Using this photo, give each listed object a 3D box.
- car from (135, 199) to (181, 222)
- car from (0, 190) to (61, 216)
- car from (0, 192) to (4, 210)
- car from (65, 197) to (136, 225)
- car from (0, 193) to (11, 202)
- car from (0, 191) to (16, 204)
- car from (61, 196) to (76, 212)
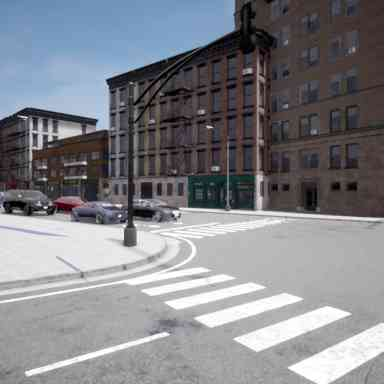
[{"bbox_3d":[-2.948,1.238,23.445,4.902,1.511,2.128,1,0,38],"label":"car"},{"bbox_3d":[-13.540,0.839,27.610,5.566,2.045,2.150,1,0,39],"label":"car"},{"bbox_3d":[-21.150,0.877,33.851,4.553,1.767,2.097,0,0,40],"label":"car"},{"bbox_3d":[-6.030,1.280,21.719,4.181,1.385,1.994,1,0,37],"label":"car"},{"bbox_3d":[-33.169,0.897,57.589,4.674,1.442,1.812,1,0,43],"label":"car"},{"bbox_3d":[-27.611,0.785,48.214,4.553,1.767,2.097,1,0,41],"label":"car"},{"bbox_3d":[-10.399,1.124,29.266,5.008,1.535,1.882,1,0,39],"label":"car"}]
